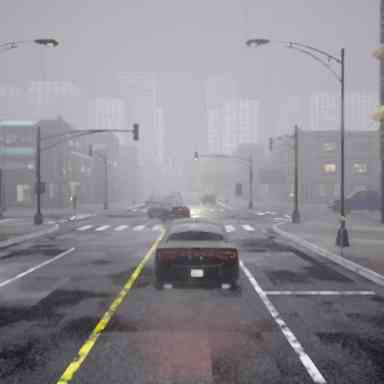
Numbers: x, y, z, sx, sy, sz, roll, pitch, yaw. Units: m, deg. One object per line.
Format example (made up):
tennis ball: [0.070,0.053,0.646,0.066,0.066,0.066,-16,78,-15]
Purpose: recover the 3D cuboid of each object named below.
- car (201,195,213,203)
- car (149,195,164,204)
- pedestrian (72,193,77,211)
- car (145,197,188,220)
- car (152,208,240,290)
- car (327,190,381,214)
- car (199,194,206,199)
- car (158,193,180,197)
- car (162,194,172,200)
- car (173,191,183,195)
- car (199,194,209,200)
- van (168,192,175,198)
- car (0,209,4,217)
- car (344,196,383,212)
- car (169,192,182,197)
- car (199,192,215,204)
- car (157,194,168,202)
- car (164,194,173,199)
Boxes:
car: [2.696,1.216,59.294,1.947,1.339,4.313,0,0,0]
car: [-5.684,1.245,53.768,1.947,1.339,4.313,0,0,0]
pedestrian: [-12.508,1.065,35.504,0.375,1.860,0.375,0,1,0]
car: [-1.772,1.342,23.799,2.128,1.511,4.902,0,0,-24]
car: [0.100,1.420,8.972,1.882,1.535,5.008,0,0,0]
car: [15.173,0.844,29.980,5.566,2.045,2.150,-1,0,0]
car: [2.698,1.098,86.919,1.802,1.307,4.206,0,0,0]
car: [-3.087,1.273,45.209,2.033,1.411,5.357,0,0,0]
car: [-5.683,1.149,75.870,1.802,1.307,4.206,0,0,0]
car: [-2.994,0.841,65.256,2.150,2.045,5.566,0,0,0]
car: [2.698,1.118,75.869,2.008,1.369,4.403,0,0,0]
van: [-5.681,0.833,92.444,1.690,1.788,3.998,0,0,0]
car: [-17.558,1.580,26.769,4.181,1.385,1.994,-1,0,0]
car: [17.492,1.152,32.564,4.313,1.339,1.947,-1,1,0]
car: [-3.062,1.200,54.653,1.812,1.442,4.674,0,0,0]
car: [2.697,0.994,53.766,2.192,1.841,5.009,0,0,0]
car: [-5.683,1.148,64.649,1.752,1.417,4.829,0,0,0]
car: [-5.682,1.123,81.395,1.802,1.307,4.206,0,0,0]
